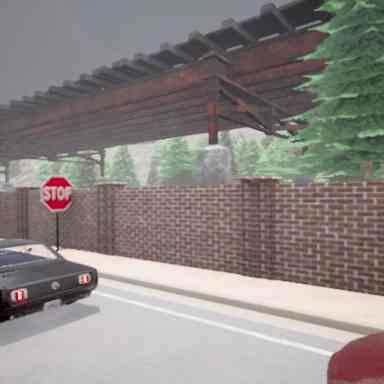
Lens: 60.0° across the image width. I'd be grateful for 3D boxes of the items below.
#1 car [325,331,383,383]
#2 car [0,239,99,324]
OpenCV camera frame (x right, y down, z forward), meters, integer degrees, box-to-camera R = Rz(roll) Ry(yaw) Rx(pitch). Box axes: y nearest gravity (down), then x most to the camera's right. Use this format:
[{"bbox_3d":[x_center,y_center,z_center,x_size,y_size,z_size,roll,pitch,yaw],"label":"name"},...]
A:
[{"bbox_3d":[3.148,1.508,1.710,4.674,1.442,1.812,-1,0,36],"label":"car"},{"bbox_3d":[-4.198,1.682,7.055,4.718,1.301,1.895,-1,0,36],"label":"car"}]
